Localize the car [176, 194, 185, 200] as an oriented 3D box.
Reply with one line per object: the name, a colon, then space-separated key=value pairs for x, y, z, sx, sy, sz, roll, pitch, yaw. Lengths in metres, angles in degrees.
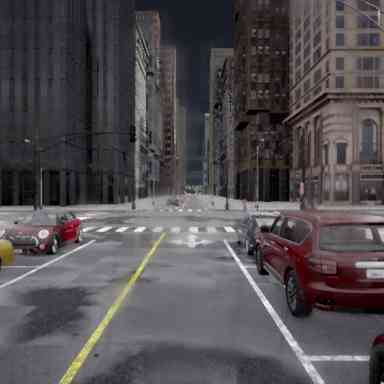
car: x=-2.825 y=1.206 z=82.288 sx=1.895 sy=1.301 sz=4.718 roll=0 pitch=0 yaw=0

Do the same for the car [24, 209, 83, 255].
car: x=-5.768 y=1.436 z=12.989 sx=1.967 sy=1.590 sz=4.097 roll=0 pitch=0 yaw=0

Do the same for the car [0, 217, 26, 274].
car: x=-5.767 y=1.523 z=7.217 sx=1.752 sy=1.417 sz=4.829 roll=0 pitch=0 yaw=0

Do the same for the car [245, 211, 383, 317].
car: x=2.758 y=1.313 z=7.389 sx=2.192 sy=1.841 sz=5.009 roll=0 pitch=0 yaw=0

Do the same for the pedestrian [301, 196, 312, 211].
pedestrian: x=6.256 y=1.139 z=18.469 sx=0.375 sy=1.860 sz=0.375 roll=0 pitch=0 yaw=0

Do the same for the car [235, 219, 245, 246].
car: x=2.758 y=1.547 z=12.991 sx=2.008 sy=1.369 sz=4.403 roll=0 pitch=0 yaw=0

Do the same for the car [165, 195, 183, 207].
car: x=-2.960 y=1.538 z=50.992 sx=2.033 sy=1.411 sz=5.357 roll=0 pitch=0 yaw=0

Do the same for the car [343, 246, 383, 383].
car: x=2.759 y=1.440 z=1.787 sx=1.967 sy=1.590 sz=4.097 roll=0 pitch=0 yaw=0

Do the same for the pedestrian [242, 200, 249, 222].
pedestrian: x=3.185 y=1.289 z=19.670 sx=0.375 sy=1.860 sz=0.375 roll=0 pitch=0 yaw=0

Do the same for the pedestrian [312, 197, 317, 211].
pedestrian: x=6.960 y=1.142 z=19.069 sx=0.375 sy=1.860 sz=0.375 roll=0 pitch=0 yaw=0
